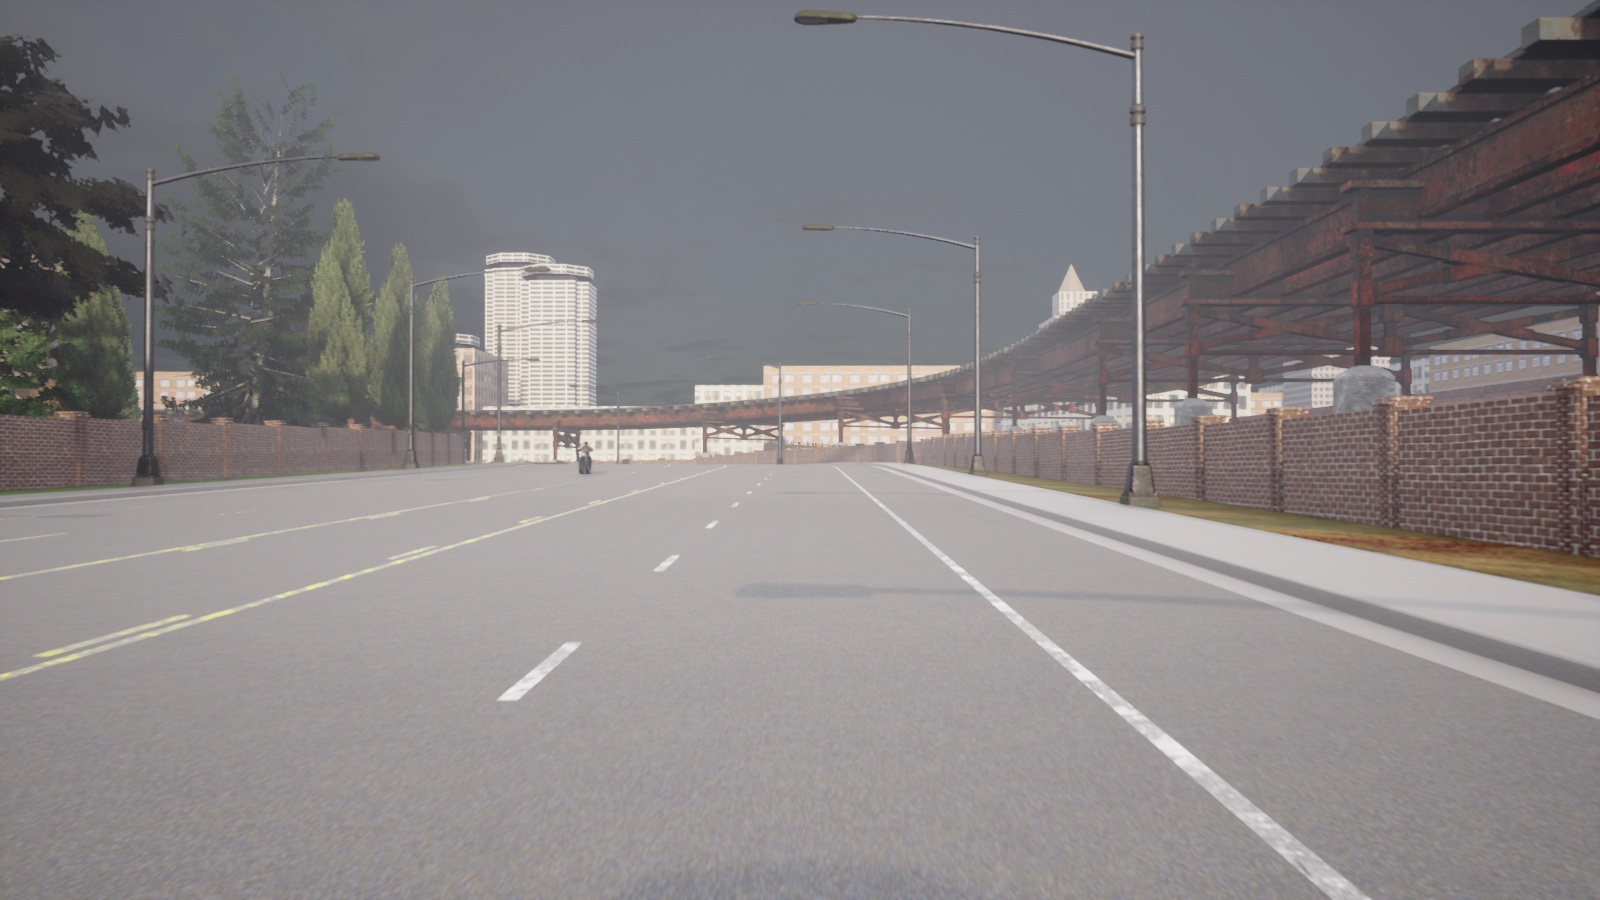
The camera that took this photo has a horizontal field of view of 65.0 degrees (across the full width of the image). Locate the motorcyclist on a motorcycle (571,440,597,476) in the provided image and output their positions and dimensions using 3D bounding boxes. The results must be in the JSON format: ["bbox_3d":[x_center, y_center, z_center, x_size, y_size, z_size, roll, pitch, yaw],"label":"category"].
[{"bbox_3d":[-10.143,0.369,59.044,0.766,1.649,2.350,0,0,0],"label":"motorcyclist on a motorcycle"}]
